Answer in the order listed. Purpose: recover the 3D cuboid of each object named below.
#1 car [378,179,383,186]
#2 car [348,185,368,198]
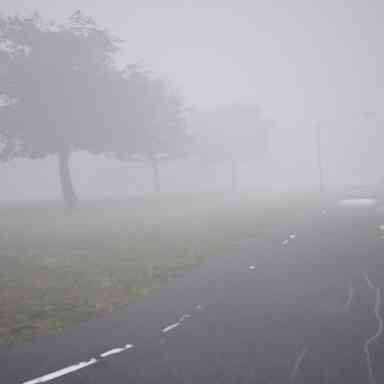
[{"bbox_3d":[40.989,-2.095,71.025,1.994,1.385,4.181,-4,1,32],"label":"car"},{"bbox_3d":[18.250,-0.049,36.591,1.895,1.301,4.718,-4,1,28],"label":"car"}]
